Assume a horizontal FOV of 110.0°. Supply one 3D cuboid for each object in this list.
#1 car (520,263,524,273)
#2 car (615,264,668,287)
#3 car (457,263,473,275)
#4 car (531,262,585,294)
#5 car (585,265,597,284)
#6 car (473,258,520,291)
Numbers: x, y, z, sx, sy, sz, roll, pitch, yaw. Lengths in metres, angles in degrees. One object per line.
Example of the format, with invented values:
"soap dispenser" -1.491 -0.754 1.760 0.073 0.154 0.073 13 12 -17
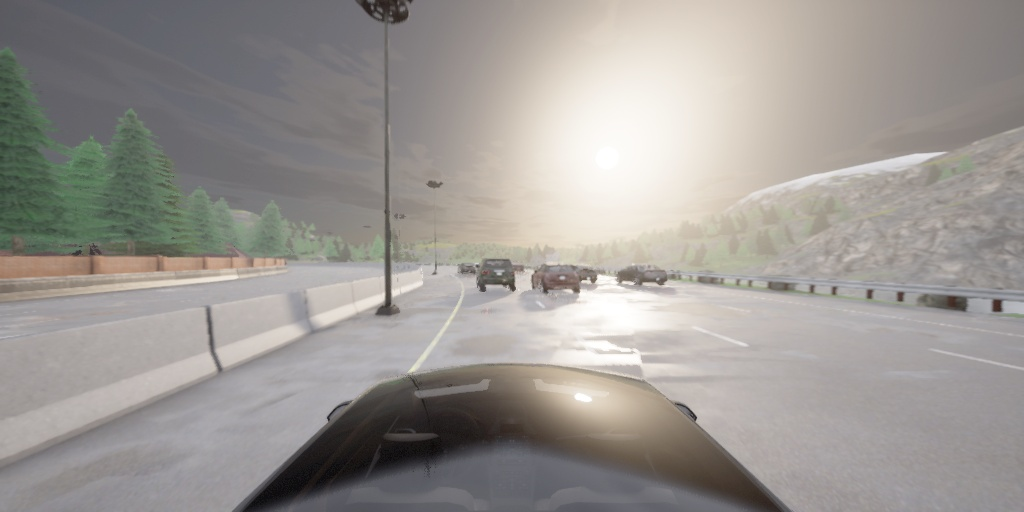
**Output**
"car" 0.173 1.558 50.334 1.882 1.535 5.008 0 -1 -17
"car" 9.013 1.308 25.412 2.128 1.511 4.902 0 0 -8
"car" -5.817 1.619 45.785 1.837 1.490 4.892 1 -1 -16
"car" 2.440 1.209 21.317 2.097 1.767 4.553 -1 0 -7
"car" 5.105 1.382 28.163 1.837 1.490 4.892 1 0 -10
"car" -1.146 1.134 23.545 2.150 2.045 5.566 0 0 -9
